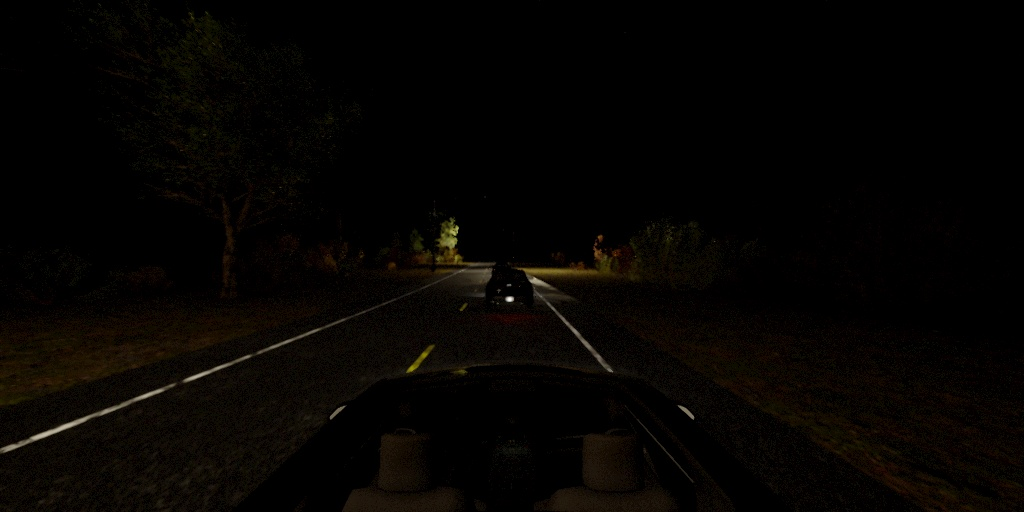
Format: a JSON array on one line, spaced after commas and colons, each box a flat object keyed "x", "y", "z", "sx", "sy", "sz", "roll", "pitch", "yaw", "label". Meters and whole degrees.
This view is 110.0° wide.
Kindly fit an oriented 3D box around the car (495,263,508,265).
[{"x": -0.998, "y": 1.374, "z": 34.978, "sx": 1.812, "sy": 1.442, "sz": 4.674, "roll": 0, "pitch": 0, "yaw": -3, "label": "car"}]

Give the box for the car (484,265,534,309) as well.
[{"x": -0.137, "y": 1.297, "z": 15.270, "sx": 1.837, "sy": 1.490, "sz": 4.892, "roll": 0, "pitch": 0, "yaw": -1, "label": "car"}]
